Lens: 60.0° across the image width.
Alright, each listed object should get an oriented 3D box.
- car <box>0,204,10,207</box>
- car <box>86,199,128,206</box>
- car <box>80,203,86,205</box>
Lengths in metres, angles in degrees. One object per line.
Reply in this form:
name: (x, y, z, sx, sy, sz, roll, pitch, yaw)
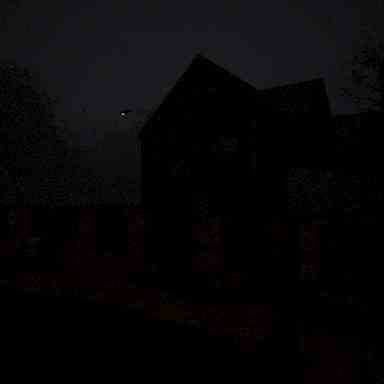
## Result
car: (-15.563, 1.648, 24.069, 1.895, 1.301, 4.718, 0, 0, 35)
car: (-8.302, 1.651, 34.333, 1.994, 1.385, 4.181, 0, 0, 35)
car: (-10.555, 1.584, 36.776, 2.128, 1.511, 4.902, 0, 0, 35)
